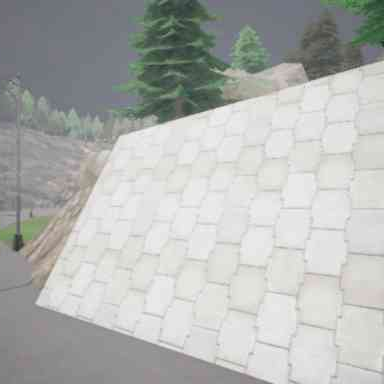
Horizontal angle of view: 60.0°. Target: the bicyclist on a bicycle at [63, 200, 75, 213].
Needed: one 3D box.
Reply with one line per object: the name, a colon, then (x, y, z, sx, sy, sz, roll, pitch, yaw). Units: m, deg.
bicyclist on a bicycle: (-16.711, 1.948, 44.879, 1.656, 1.620, 0.582, -4, 0, 7)
